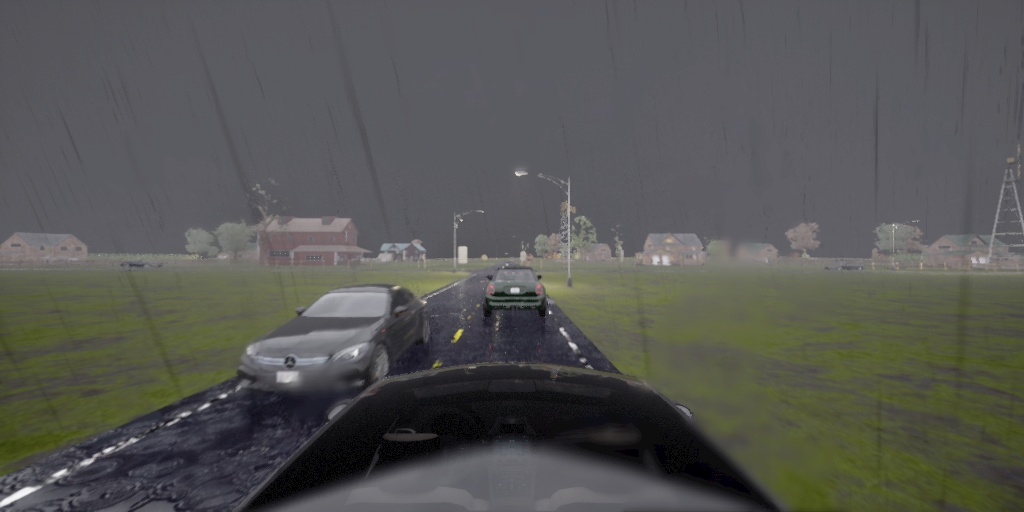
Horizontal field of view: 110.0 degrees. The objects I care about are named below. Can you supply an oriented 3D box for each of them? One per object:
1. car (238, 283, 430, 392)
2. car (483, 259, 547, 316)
[{"bbox_3d":[-2.851,1.290,6.898,1.812,1.442,4.674,0,0,0],"label":"car"},{"bbox_3d":[0.098,1.135,13.693,2.097,1.767,4.553,0,0,0],"label":"car"}]
